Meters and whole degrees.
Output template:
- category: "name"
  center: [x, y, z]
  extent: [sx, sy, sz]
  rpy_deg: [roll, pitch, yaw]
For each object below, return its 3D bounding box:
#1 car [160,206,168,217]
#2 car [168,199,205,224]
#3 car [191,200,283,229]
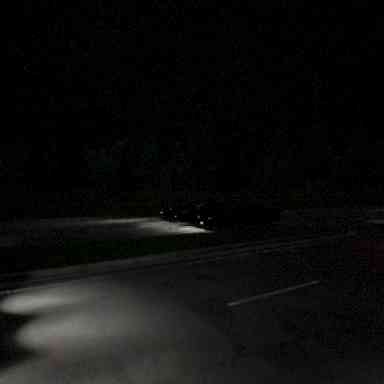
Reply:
- category: "car"
  center: [-0.102, 1.292, 26.618]
  extent: [4.902, 1.511, 2.128]
  rpy_deg: [-1, 0, -25]
- category: "car"
  center: [1.016, 1.342, 23.279]
  extent: [4.674, 1.442, 1.812]
  rpy_deg: [-1, 0, -25]
- category: "car"
  center: [2.980, 1.370, 20.303]
  extent: [5.357, 1.411, 2.033]
  rpy_deg: [-1, 0, -24]
